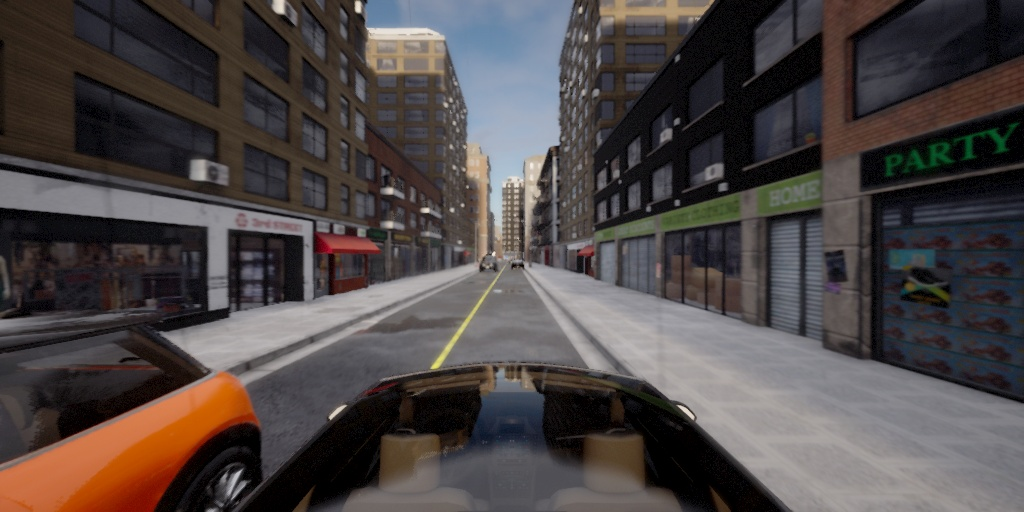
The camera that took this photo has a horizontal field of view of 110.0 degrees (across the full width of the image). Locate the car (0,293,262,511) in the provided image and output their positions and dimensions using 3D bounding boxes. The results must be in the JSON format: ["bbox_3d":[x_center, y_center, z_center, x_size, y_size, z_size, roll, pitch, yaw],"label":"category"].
[{"bbox_3d":[-2.849,1.101,0.657,2.097,1.767,4.553,0,0,0],"label":"car"}]

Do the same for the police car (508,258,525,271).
[{"bbox_3d":[0.815,1.184,50.882,1.930,1.638,5.238,0,0,0],"label":"police car"}]

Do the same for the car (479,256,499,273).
[{"bbox_3d":[-2.835,0.986,44.557,2.150,2.045,5.566,0,0,0],"label":"car"}]
